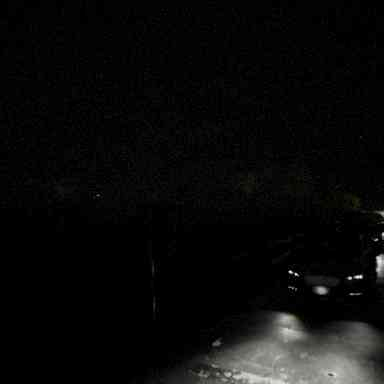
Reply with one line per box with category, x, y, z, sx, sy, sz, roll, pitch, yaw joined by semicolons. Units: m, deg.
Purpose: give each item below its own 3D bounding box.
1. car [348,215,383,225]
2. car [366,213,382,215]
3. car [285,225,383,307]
car;9.280;2.230;18.017;2.033;1.411;5.357;-4;-3;31
car;15.826;2.558;28.938;1.812;1.442;4.674;-4;-3;31
car;3.954;1.875;9.100;2.128;1.511;4.902;-4;-3;31
